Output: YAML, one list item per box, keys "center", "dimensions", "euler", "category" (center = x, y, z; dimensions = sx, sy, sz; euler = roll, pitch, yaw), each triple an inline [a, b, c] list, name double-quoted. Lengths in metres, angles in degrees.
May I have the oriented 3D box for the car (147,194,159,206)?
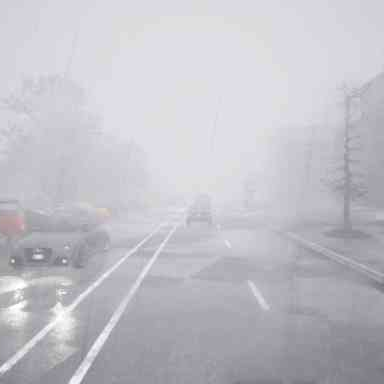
- center: [-7.749, 1.496, 46.552]
  dimensions: [5.366, 1.575, 1.946]
  euler: [-1, 0, -16]
  category: "car"

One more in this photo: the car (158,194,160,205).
- center: [-7.912, 1.491, 49.410]
  dimensions: [5.366, 1.575, 1.946]
  euler: [-1, 0, -16]
  category: "car"

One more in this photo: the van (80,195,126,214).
- center: [-8.849, 1.298, 31.622]
  dimensions: [4.442, 1.987, 1.878]
  euler: [-1, 0, -18]
  category: "van"

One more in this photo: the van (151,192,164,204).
- center: [-7.451, 1.243, 55.336]
  dimensions: [4.442, 1.987, 1.878]
  euler: [-1, 0, -16]
  category: "van"

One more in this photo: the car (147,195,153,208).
- center: [-8.118, 1.510, 43.532]
  dimensions: [4.892, 1.521, 2.231]
  euler: [-1, 0, -17]
  category: "car"

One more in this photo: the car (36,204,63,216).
- center: [-9.244, 1.545, 16.855]
  dimensions: [4.674, 1.452, 2.002]
  euler: [-1, 0, -19]
  category: "car"

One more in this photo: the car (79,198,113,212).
- center: [-9.155, 1.519, 25.667]
  dimensions: [5.366, 1.575, 1.946]
  euler: [-1, 0, -18]
  category: "car"

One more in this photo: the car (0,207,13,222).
- center: [-9.194, 1.489, 10.979]
  dimensions: [5.366, 1.575, 1.946]
  euler: [-1, 0, -19]
  category: "car"

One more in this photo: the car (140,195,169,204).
- center: [-6.957, 1.436, 61.290]
  dimensions: [5.008, 1.535, 2.097]
  euler: [-1, 0, -16]
  category: "car"

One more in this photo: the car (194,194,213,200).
- center: [1.434, 1.237, 42.822]
  dimensions: [2.150, 2.045, 5.566]
  euler: [0, 0, 3]
  category: "car"

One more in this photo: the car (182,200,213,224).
- center: [0.569, 1.577, 24.702]
  dimensions: [2.033, 1.411, 5.357]
  euler: [0, 0, 2]
  category: "car"

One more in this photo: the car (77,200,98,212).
- center: [-9.070, 1.556, 22.755]
  dimensions: [4.674, 1.452, 2.002]
  euler: [-1, 0, -18]
  category: "car"

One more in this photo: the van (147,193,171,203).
- center: [-6.670, 1.175, 67.153]
  dimensions: [4.442, 1.987, 1.878]
  euler: [-1, 1, -16]
  category: "van"

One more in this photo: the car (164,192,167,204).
- center: [-7.176, 1.327, 58.323]
  dimensions: [4.553, 1.767, 2.185]
  euler: [-1, 0, -16]
  category: "car"

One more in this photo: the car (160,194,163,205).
- center: [-7.563, 1.510, 52.409]
  dimensions: [4.792, 1.488, 2.163]
  euler: [-1, 0, -16]
  category: "car"

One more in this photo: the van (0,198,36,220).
- center: [-9.207, 1.272, 13.928]
  dimensions: [4.442, 1.987, 1.878]
  euler: [-1, 0, -19]
  category: "van"

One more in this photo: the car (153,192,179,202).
- center: [-5.948, 1.082, 76.065]
  dimensions: [5.566, 2.045, 2.435]
  euler: [-1, 0, -16]
  category: "car"

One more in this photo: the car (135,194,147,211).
- center: [-8.256, 1.388, 40.572]
  dimensions: [4.553, 1.767, 2.185]
  euler: [-1, 0, -17]
  category: "car"

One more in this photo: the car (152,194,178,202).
- center: [-5.998, 1.350, 73.167]
  dimensions: [5.366, 1.575, 1.946]
  euler: [-1, 0, -16]
  category: "car"

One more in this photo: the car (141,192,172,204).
- center: [-6.786, 1.167, 64.228]
  dimensions: [5.566, 2.045, 2.435]
  euler: [-1, 1, -16]
  category: "car"

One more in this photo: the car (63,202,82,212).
- center: [-9.146, 1.551, 19.808]
  dimensions: [4.674, 1.452, 2.002]
  euler: [0, -1, -18]
  category: "car"

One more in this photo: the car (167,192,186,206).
- center: [-2.219, 1.204, 53.433]
  dimensions: [2.150, 2.045, 5.566]
  euler: [0, 0, 4]
  category: "car"

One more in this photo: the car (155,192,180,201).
- center: [-5.802, 1.060, 78.990]
  dimensions: [5.566, 2.045, 2.435]
  euler: [-1, 1, -16]
  category: "car"

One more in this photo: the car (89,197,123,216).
- center: [-8.856, 1.522, 28.692]
  dimensions: [5.008, 1.535, 2.097]
  euler: [-1, 0, -18]
  category: "car"

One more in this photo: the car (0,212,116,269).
- center: [-4.129, 1.571, 11.006]
  dimensions: [1.994, 1.385, 4.181]
  euler: [0, 0, 1]
  category: "car"

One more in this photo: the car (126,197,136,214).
- center: [-8.598, 1.561, 34.631]
  dimensions: [4.674, 1.452, 2.002]
  euler: [-1, 0, -17]
  category: "car"
